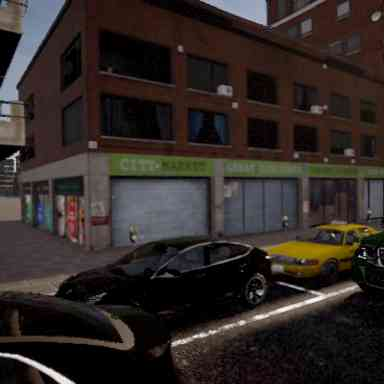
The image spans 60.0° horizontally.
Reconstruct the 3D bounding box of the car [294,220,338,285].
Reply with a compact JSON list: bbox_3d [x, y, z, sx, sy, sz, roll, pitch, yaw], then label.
[{"bbox_3d":[4.061,1.520,9.464,4.829,1.417,1.752,0,-1,-35],"label":"car"}]

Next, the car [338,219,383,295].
[{"bbox_3d":[5.964,1.217,7.620,5.566,2.045,2.150,0,0,-36],"label":"car"}]

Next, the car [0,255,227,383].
[{"bbox_3d":[-2.291,1.505,1.743,4.892,1.490,1.837,0,0,-36],"label":"car"}]

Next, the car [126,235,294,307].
[{"bbox_3d":[-0.300,1.563,6.359,4.313,1.339,1.947,0,-1,-35],"label":"car"}]
